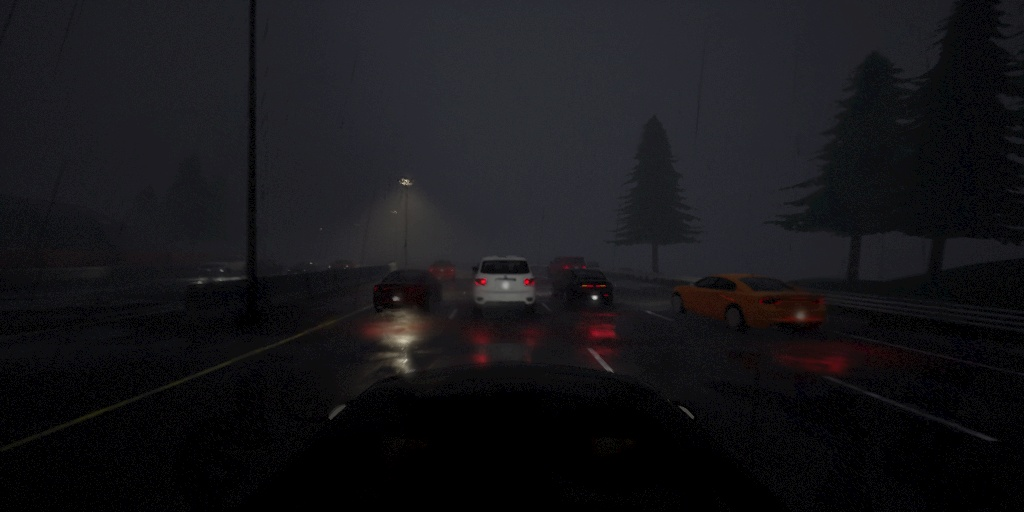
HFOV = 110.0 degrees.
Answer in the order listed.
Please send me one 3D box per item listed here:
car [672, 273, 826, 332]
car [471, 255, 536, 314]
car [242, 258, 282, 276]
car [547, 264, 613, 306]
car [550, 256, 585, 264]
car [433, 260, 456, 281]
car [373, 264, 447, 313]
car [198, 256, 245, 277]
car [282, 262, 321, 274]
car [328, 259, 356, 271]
[{"bbox_3d":[6.789,1.262,11.023,1.882,1.535,5.008,0,0,-2],"label":"car"},{"bbox_3d":[-0.378,0.997,14.141,2.150,2.045,5.566,0,0,-4],"label":"car"},{"bbox_3d":[-25.226,1.259,37.039,2.128,1.511,4.902,0,0,-14],"label":"car"},{"bbox_3d":[2.979,1.293,15.939,1.837,1.490,4.892,0,0,-4],"label":"car"},{"bbox_3d":[4.689,1.044,31.122,2.150,2.045,5.566,0,0,-9],"label":"car"},{"bbox_3d":[-5.862,1.147,30.416,2.097,1.767,4.553,0,0,-9],"label":"car"},{"bbox_3d":[-3.925,1.245,14.195,1.882,1.535,5.008,0,0,-4],"label":"car"},{"bbox_3d":[-28.482,0.980,35.668,2.150,2.045,5.566,0,0,-13],"label":"car"},{"bbox_3d":[-21.774,1.324,37.753,2.033,1.411,5.357,0,0,-13],"label":"car"},{"bbox_3d":[-18.571,1.138,39.245,2.097,1.767,4.553,0,0,-14],"label":"car"}]
